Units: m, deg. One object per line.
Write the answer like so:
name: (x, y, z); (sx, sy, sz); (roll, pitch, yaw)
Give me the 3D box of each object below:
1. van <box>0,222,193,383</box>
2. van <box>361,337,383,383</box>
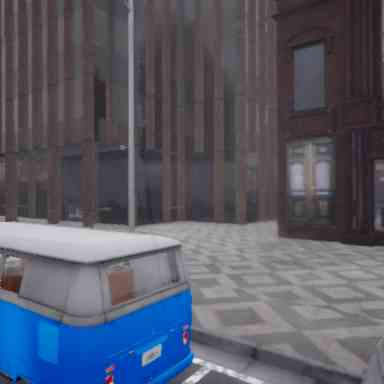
van: (-1.898, 1.353, 4.319); (3.998, 1.788, 1.690); (0, 0, 35)
van: (2.692, 1.336, 1.047); (3.998, 1.788, 1.690); (0, 0, 35)
